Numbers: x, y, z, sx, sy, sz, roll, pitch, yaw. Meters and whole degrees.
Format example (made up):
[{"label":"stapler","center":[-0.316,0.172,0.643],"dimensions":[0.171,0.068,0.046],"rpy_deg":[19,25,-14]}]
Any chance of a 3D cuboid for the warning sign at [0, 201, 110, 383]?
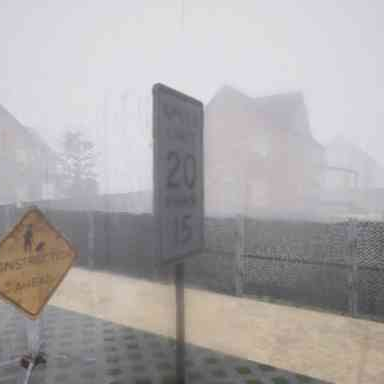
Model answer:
[{"label":"warning sign","center":[-1.805,1.070,3.761],"dimensions":[1.060,1.860,1.300],"rpy_deg":[0,1,31]}]
